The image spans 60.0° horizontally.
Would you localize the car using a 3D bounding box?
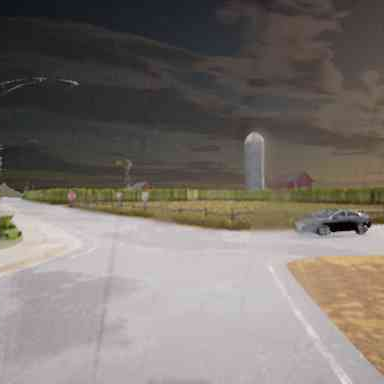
[{"bbox_3d":[8.266,1.742,19.548,4.902,1.511,2.128,0,0,-23],"label":"car"}]
